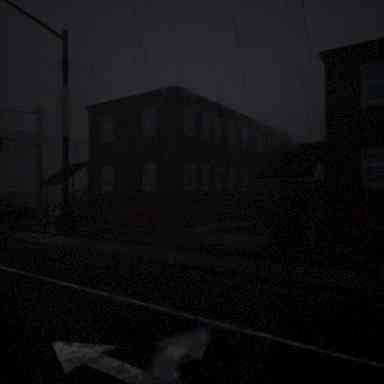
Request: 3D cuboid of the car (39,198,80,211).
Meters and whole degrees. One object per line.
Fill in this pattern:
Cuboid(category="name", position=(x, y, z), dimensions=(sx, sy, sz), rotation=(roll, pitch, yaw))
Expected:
Cuboid(category="car", position=(-18.110, 1.708, 45.770), dimensions=(1.882, 1.535, 5.008), rotation=(0, 0, 36))

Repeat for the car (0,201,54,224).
Cuboid(category="car", position=(-14.187, 1.642, 26.795), dimensions=(2.128, 1.511, 4.902), rotation=(-1, 0, 33))

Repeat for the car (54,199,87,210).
Cuboid(category="car", position=(-15.210, 1.715, 43.812), dimensions=(1.837, 1.490, 4.892), rotation=(0, 0, 36))
